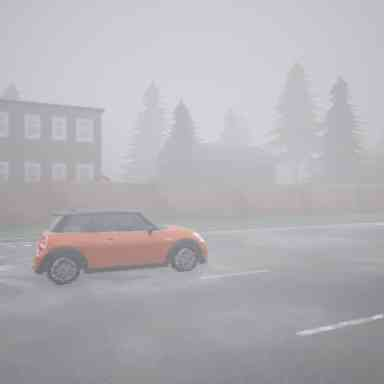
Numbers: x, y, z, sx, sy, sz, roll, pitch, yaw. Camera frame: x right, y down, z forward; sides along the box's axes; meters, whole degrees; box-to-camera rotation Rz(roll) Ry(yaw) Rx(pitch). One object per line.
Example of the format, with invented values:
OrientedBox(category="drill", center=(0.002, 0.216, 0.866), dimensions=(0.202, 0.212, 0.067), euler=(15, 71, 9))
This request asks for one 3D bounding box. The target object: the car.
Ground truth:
OrientedBox(category="car", center=(-1.867, 1.248, 9.206), dimensions=(4.553, 1.767, 2.097), euler=(0, 1, -23))
